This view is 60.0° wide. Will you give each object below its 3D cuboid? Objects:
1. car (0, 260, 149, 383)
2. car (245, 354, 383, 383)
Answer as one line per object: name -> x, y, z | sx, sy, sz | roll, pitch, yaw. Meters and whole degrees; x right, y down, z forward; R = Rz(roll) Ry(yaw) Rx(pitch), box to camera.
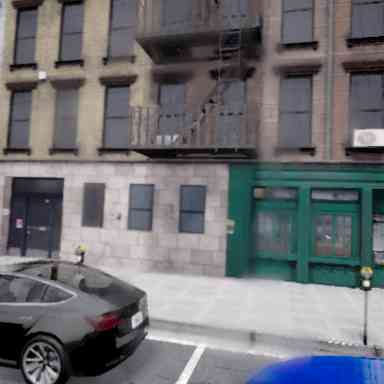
car -> -2.786, 1.746, 5.134 | 4.313, 1.339, 1.947 | 2, -3, 14
car -> 2.711, 1.719, 1.887 | 5.008, 1.535, 1.882 | 2, -3, 14
